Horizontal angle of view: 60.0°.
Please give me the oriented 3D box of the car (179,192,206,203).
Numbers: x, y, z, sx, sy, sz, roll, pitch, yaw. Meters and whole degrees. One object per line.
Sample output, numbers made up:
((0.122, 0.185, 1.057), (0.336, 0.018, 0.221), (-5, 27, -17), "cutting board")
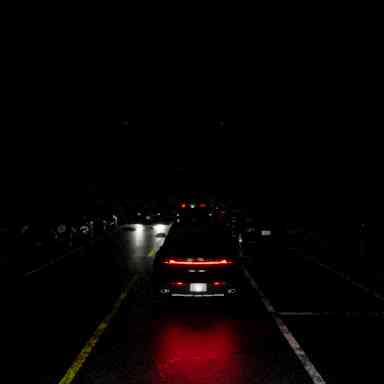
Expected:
((0.050, 1.220, 28.511), (2.150, 2.045, 5.566), (0, 0, 0), "car")

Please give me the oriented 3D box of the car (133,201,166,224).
((-2.992, 1.524, 25.241), (1.812, 1.442, 4.674), (0, 0, 1), "car")

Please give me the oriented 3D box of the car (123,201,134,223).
((-5.729, 1.549, 25.523), (2.008, 1.369, 4.403), (-1, 0, 0), "car")

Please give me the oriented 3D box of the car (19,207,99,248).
((-5.750, 1.438, 14.512), (1.967, 1.590, 4.097), (-1, 0, 0), "car")

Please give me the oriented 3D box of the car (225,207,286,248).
((2.776, 1.564, 14.497), (1.947, 1.339, 4.313), (-1, 0, 0), "car")

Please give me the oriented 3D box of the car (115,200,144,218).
((-5.719, 1.544, 31.029), (1.887, 1.381, 4.507), (-1, 0, 0), "car")

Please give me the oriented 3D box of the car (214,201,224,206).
((2.796, 1.543, 25.508), (1.887, 1.381, 4.507), (-1, 0, 0), "car")

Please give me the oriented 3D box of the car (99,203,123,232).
((-5.739, 1.564, 20.018), (1.947, 1.339, 4.313), (-1, 0, 0), "car")

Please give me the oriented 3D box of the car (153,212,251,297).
((0.117, 1.503, 8.528), (1.837, 1.490, 4.892), (0, 0, 0), "car")

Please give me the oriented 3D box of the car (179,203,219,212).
((0.126, 1.545, 18.266), (2.033, 1.411, 5.357), (0, 0, 0), "car")

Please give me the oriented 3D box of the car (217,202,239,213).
((2.786, 1.543, 20.002), (1.887, 1.381, 4.507), (-1, 0, 0), "car")

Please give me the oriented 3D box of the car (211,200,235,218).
((2.806, 1.543, 31.013), (1.887, 1.381, 4.507), (-1, 0, 0), "car")
